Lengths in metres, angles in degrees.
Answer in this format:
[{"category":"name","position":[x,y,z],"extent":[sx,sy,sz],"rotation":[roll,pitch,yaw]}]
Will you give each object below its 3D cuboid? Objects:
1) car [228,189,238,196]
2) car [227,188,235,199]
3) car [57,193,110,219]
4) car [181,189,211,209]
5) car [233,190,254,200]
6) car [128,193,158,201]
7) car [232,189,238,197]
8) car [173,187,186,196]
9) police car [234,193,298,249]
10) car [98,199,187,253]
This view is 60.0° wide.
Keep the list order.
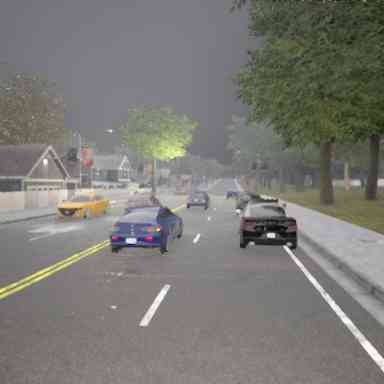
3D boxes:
[{"category":"car","position":[8.153,0.082,66.331],"extent":[1.895,1.301,4.718],"rotation":[0,1,7]},{"category":"car","position":[6.096,0.219,48.871],"extent":[1.882,1.535,5.008],"rotation":[0,1,7]},{"category":"car","position":[-7.053,0.864,22.053],"extent":[1.882,1.535,5.008],"rotation":[0,2,7]},{"category":"car","position":[0.637,0.707,29.941],"extent":[2.033,1.411,5.357],"rotation":[0,1,7]},{"category":"car","position":[3.922,0.854,22.674],"extent":[1.837,1.490,4.892],"rotation":[0,2,7]},{"category":"car","position":[-3.512,0.844,24.207],"extent":[1.812,1.442,4.674],"rotation":[0,2,7]},{"category":"car","position":[4.633,0.692,28.631],"extent":[1.837,1.490,4.892],"rotation":[0,2,7]},{"category":"car","position":[-2.155,-0.120,62.619],"extent":[2.097,1.767,4.553],"rotation":[0,1,7]},{"category":"police car","position":[2.750,1.061,12.854],"extent":[1.930,1.638,5.238],"rotation":[0,2,7]},{"category":"car","position":[-1.502,1.194,12.017],"extent":[1.812,1.442,4.674],"rotation":[0,2,7]}]
